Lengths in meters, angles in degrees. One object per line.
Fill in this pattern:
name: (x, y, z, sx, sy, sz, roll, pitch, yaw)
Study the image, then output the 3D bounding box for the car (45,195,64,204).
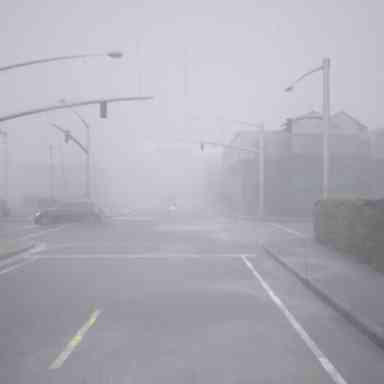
car: (-25.959, 1.417, 63.035, 1.970, 1.475, 3.806, 0, 0, 0)

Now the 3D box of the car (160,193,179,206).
car: (-3.592, 1.112, 51.159, 2.150, 2.045, 5.566, 0, 0, 0)

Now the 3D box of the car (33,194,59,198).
car: (-18.927, 1.394, 44.564, 2.007, 1.523, 4.514, 0, 0, 0)

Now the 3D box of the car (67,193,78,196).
car: (-22.632, 1.134, 62.432, 1.905, 1.878, 3.866, 0, 0, 0)

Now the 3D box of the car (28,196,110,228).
car: (-8.398, 1.404, 23.049, 4.553, 1.767, 2.097, -2, 0, 0)

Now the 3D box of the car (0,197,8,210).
car: (-22.570, 1.343, 37.505, 1.970, 1.475, 3.806, 0, 0, 0)

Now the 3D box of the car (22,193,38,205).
car: (-25.897, 1.171, 54.555, 1.932, 1.855, 4.605, 0, 0, 0)
